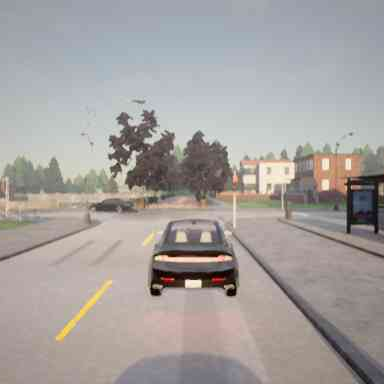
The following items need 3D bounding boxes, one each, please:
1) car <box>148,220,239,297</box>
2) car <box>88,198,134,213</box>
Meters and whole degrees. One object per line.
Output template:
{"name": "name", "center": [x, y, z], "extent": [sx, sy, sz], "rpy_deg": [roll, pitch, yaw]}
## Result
{"name": "car", "center": [0.049, 1.446, 8.482], "extent": [2.128, 1.511, 4.902], "rpy_deg": [0, 0, 1]}
{"name": "car", "center": [-8.131, 1.351, 33.252], "extent": [4.674, 1.442, 1.812], "rpy_deg": [0, 0, 12]}
